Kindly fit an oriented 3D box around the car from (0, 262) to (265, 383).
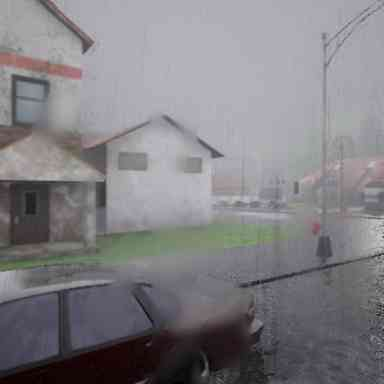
[{"bbox_3d":[-1.637,1.546,3.422,5.357,1.411,2.033,0,0,-35],"label":"car"}]
